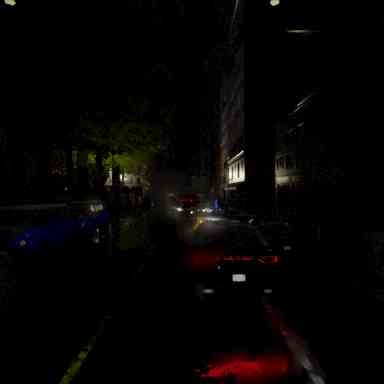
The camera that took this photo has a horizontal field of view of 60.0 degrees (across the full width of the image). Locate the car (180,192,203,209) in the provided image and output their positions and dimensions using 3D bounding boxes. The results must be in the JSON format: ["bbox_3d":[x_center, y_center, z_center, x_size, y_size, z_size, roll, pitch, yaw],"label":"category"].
[{"bbox_3d":[-0.053,1.184,44.775,2.150,2.045,5.566,0,0,0],"label":"car"}]

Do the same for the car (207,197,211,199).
[{"bbox_3d":[2.812,1.521,34.795,1.887,1.381,4.507,0,0,0],"label":"car"}]

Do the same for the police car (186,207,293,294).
[{"bbox_3d":[0.889,1.423,8.894,1.930,1.638,5.238,0,0,0],"label":"police car"}]

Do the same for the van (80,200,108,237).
[{"bbox_3d":[-5.692,1.334,17.775,1.690,1.788,3.998,0,0,0],"label":"van"}]

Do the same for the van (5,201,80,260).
[{"bbox_3d":[-5.686,1.337,12.117,1.690,1.788,3.998,0,0,0],"label":"van"}]

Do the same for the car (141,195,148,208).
[{"bbox_3d":[-5.726,1.276,46.065,2.192,1.841,5.009,0,0,0],"label":"car"}]

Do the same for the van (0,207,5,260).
[{"bbox_3d":[-5.678,1.340,6.460,1.690,1.788,3.998,0,0,0],"label":"van"}]

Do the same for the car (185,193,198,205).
[{"bbox_3d":[-0.074,1.159,59.371,2.150,2.045,5.566,0,0,0],"label":"car"}]

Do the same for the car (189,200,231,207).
[{"bbox_3d":[0.876,1.447,18.973,1.801,1.575,5.366,0,0,0],"label":"car"}]

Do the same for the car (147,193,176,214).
[{"bbox_3d":[-3.141,1.328,35.259,2.097,1.767,4.553,0,0,0],"label":"car"}]

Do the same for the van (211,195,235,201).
[{"bbox_3d":[2.819,1.324,29.134,1.690,1.788,3.998,0,0,0],"label":"van"}]

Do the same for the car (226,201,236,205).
[{"bbox_3d":[2.826,1.570,23.474,1.802,1.307,4.206,0,0,0],"label":"car"}]

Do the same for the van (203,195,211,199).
[{"bbox_3d":[2.798,1.302,46.116,1.690,1.788,3.998,0,0,0],"label":"van"}]

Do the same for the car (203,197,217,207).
[{"bbox_3d":[2.792,1.517,51.776,1.947,1.339,4.313,0,0,0],"label":"car"}]

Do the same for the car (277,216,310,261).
[{"bbox_3d":[2.840,1.541,12.153,1.887,1.381,4.507,0,0,0],"label":"car"}]

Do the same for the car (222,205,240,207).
[{"bbox_3d":[2.834,1.575,17.814,1.802,1.307,4.206,0,0,0],"label":"car"}]

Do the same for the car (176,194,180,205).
[{"bbox_3d":[-3.073,1.464,58.624,1.812,1.442,4.674,0,0,0],"label":"car"}]
